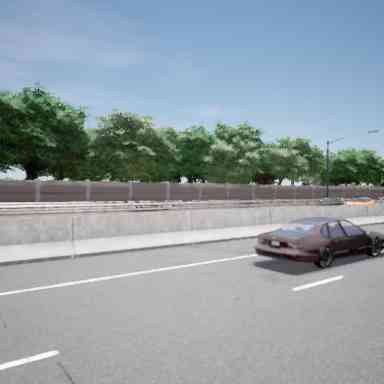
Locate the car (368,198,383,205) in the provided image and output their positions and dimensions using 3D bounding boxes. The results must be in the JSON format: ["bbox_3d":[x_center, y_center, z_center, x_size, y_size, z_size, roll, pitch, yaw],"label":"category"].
[{"bbox_3d":[22.133,1.571,36.966,4.902,1.511,2.128,0,0,-35],"label":"car"}]

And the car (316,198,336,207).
[{"bbox_3d":[17.805,1.584,42.473,4.892,1.490,1.837,0,0,-35],"label":"car"}]

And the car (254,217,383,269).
[{"bbox_3d":[4.515,1.572,11.288,5.357,1.411,2.033,0,0,-35],"label":"car"}]

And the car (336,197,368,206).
[{"bbox_3d":[19.723,1.431,39.545,4.553,1.767,2.097,0,0,-35],"label":"car"}]
